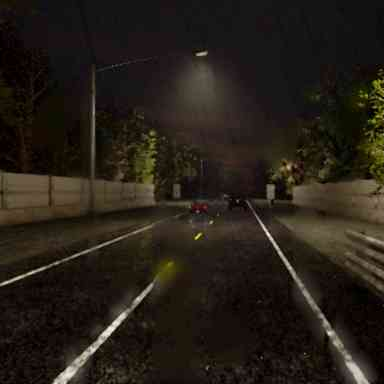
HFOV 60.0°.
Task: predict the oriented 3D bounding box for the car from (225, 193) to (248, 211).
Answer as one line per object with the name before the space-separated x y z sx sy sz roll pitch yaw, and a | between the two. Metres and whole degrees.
car | 5.497 1.116 39.844 2.150 2.045 5.566 0 0 8

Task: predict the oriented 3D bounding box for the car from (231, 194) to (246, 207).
car | 6.986 1.200 50.137 2.097 1.767 4.553 0 0 8

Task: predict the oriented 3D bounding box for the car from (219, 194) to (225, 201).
car | 7.018 1.191 74.493 2.128 1.511 4.902 0 0 8

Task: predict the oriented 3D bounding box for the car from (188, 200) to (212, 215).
car | 0.834 1.489 32.868 1.895 1.301 4.718 0 0 8
